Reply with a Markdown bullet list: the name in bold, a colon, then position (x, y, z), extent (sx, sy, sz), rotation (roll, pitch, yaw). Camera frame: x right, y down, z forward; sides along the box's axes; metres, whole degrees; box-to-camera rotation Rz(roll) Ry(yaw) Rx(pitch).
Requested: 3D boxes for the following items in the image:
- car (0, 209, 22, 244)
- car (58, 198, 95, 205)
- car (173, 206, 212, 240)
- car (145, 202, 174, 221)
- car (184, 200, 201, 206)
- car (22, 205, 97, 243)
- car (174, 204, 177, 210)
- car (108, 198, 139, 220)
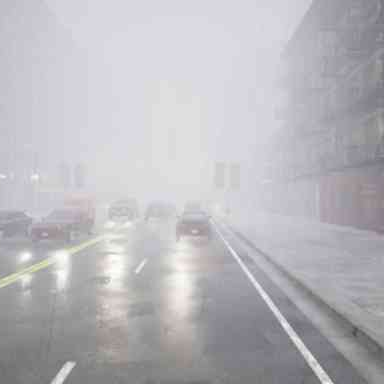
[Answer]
- **car**: position (-9.835, 1.686, 17.059), extent (1.837, 1.490, 4.892), rotation (0, -1, 0)
- **car**: position (-9.797, 1.518, 28.204), extent (2.150, 2.045, 5.566), rotation (0, -1, 1)
- **car**: position (0.101, 1.715, 17.965), extent (1.812, 1.442, 4.674), rotation (0, -1, 0)
- **car**: position (-3.145, 1.677, 31.326), extent (2.097, 1.767, 4.553), rotation (0, -1, 0)
- **car**: position (0.101, 1.782, 41.620), extent (2.097, 1.767, 4.553), rotation (0, -1, 0)
- **car**: position (-6.588, 1.662, 17.447), extent (1.882, 1.535, 5.008), rotation (0, -1, 0)
- **car**: position (-3.158, 2.034, 45.522), extent (1.994, 1.385, 4.181), rotation (0, 0, 0)
- **car**: position (-6.509, 1.562, 32.256), extent (2.150, 2.045, 5.566), rotation (0, -1, 0)
